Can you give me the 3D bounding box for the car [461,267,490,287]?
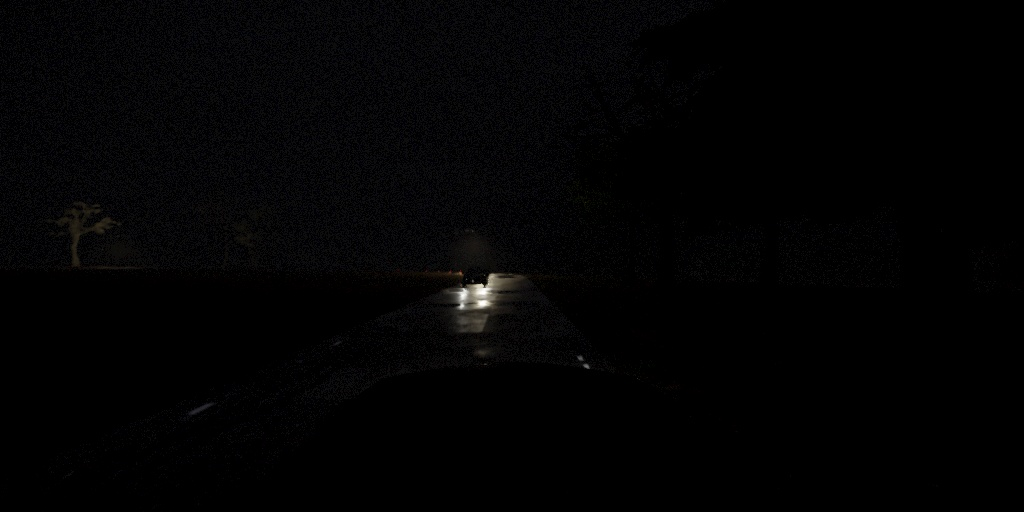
[{"bbox_3d":[-2.832,1.637,28.426,1.837,1.490,4.892,0,-1,0],"label":"car"}]
